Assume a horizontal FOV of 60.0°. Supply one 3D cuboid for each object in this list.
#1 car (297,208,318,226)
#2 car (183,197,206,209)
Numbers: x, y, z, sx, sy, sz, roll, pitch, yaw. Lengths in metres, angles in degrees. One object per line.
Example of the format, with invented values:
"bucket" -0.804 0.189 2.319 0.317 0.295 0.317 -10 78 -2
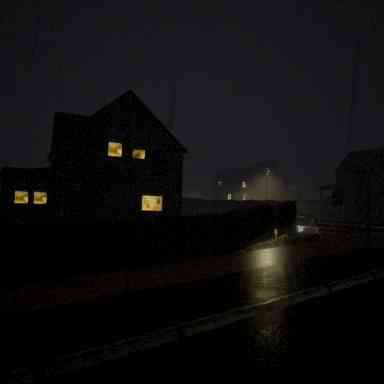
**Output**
"car" 7.047 1.703 24.530 1.812 1.442 4.674 3 -2 -28
"car" 0.405 1.658 38.210 2.150 2.045 5.566 3 -2 -22
